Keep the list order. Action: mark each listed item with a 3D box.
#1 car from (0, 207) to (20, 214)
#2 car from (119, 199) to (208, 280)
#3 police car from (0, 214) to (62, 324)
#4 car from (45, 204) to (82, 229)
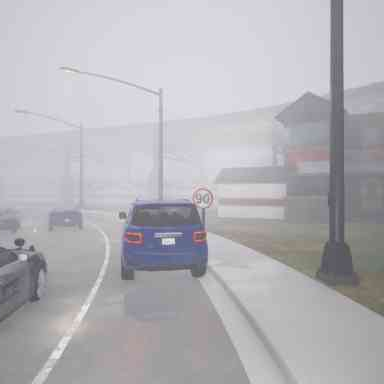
[{"bbox_3d":[-11.200,1.565,19.455,1.994,1.385,4.181,0,0,-24],"label":"car"},{"bbox_3d":[-1.031,1.220,10.224,2.150,2.045,5.566,0,0,-11],"label":"car"},{"bbox_3d":[-3.862,1.425,5.251,1.930,1.638,5.238,0,0,-6],"label":"police car"},{"bbox_3d":[-8.242,1.477,21.331,1.882,1.535,5.008,0,0,-25],"label":"car"}]
